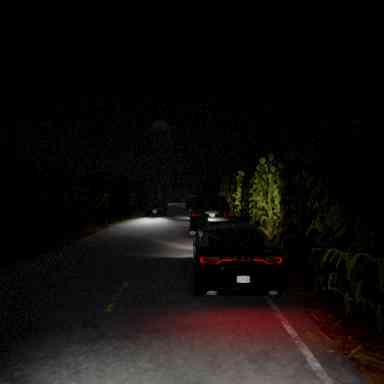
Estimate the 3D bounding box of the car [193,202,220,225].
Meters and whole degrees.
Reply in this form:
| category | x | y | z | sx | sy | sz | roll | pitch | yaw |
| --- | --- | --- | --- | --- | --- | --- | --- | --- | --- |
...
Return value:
| category | x | y | z | sx | sy | sz | roll | pitch | yaw |
| --- | --- | --- | --- | --- | --- | --- | --- | --- | --- |
| car | 0.965 | 1.526 | 24.688 | 1.812 | 1.442 | 4.674 | 0 | 0 | 0 |

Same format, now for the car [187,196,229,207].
| category | x | y | z | sx | sy | sz | roll | pitch | yaw |
| --- | --- | --- | --- | --- | --- | --- | --- | --- | --- |
| car | 0.964 | 1.221 | 18.718 | 2.150 | 2.045 | 5.566 | 0 | 0 | 0 |

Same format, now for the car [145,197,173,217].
| category | x | y | z | sx | sy | sz | roll | pitch | yaw |
| --- | --- | --- | --- | --- | --- | --- | --- | --- | --- |
| car | -3.295 | 1.491 | 31.751 | 2.128 | 1.511 | 4.902 | 0 | 0 | 0 |

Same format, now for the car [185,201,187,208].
| category | x | y | z | sx | sy | sz | roll | pitch | yaw |
| --- | --- | --- | --- | --- | --- | --- | --- | --- | --- |
| car | 0.025 | 1.547 | 46.780 | 2.033 | 1.411 | 5.357 | 0 | 0 | 1 |

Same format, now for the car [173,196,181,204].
| category | x | y | z | sx | sy | sz | roll | pitch | yaw |
| --- | --- | --- | --- | --- | --- | --- | --- | --- | --- |
| car | -3.182 | 1.477 | 66.294 | 1.882 | 1.535 | 5.008 | 0 | 0 | 0 |

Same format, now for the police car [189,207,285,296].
| category | x | y | z | sx | sy | sz | roll | pitch | yaw |
| --- | --- | --- | --- | --- | --- | --- | --- | --- | --- |
| police car | 0.961 | 1.425 | 8.798 | 1.930 | 1.638 | 5.238 | 0 | 0 | 0 |
